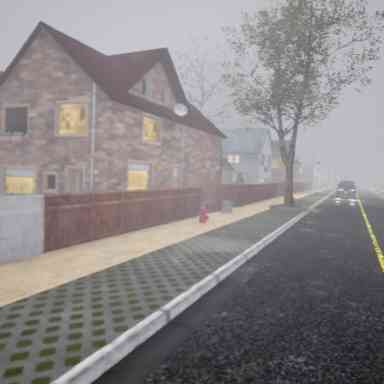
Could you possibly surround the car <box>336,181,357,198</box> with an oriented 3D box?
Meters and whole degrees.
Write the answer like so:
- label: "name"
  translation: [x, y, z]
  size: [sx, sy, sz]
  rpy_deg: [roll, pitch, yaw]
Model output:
- label: "car"
  translation: [19.424, -0.357, 41.866]
  size: [2.150, 2.045, 5.566]
  rpy_deg: [4, 3, 25]
